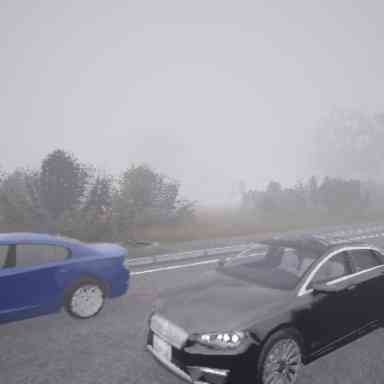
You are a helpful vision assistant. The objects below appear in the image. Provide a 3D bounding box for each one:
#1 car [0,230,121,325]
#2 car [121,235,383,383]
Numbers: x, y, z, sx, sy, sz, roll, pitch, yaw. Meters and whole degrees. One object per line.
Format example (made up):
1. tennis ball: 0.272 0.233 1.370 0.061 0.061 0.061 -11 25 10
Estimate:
1. car: -3.549 1.478 5.763 5.008 1.535 1.882 0 0 -36
2. car: 1.654 1.493 5.182 4.902 1.511 2.128 0 0 -36
